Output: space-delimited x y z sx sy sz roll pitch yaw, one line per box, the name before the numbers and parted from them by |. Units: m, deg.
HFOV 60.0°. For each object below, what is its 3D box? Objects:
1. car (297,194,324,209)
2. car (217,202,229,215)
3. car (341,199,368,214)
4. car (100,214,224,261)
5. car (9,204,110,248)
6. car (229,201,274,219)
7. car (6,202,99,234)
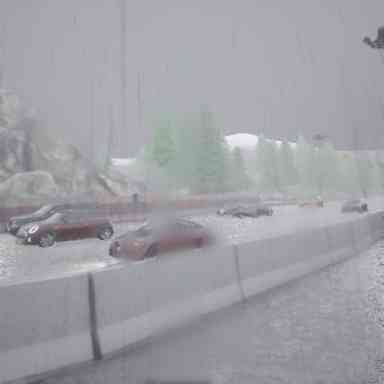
car | 16.310 1.264 45.249 2.097 1.767 4.553 -2 -1 37
car | 4.507 1.784 35.647 2.128 1.511 4.902 -2 -1 38
car | 17.003 1.475 34.680 1.837 1.490 4.892 -2 -1 38
car | -0.957 1.737 12.538 4.181 1.385 1.994 -1 -1 -44
car | -6.388 1.711 17.010 4.553 1.767 2.097 -1 -1 -43
car | 6.031 1.760 31.889 2.033 1.411 5.357 -2 -1 37
car | -8.041 1.656 20.115 2.150 2.045 5.566 -1 0 45
